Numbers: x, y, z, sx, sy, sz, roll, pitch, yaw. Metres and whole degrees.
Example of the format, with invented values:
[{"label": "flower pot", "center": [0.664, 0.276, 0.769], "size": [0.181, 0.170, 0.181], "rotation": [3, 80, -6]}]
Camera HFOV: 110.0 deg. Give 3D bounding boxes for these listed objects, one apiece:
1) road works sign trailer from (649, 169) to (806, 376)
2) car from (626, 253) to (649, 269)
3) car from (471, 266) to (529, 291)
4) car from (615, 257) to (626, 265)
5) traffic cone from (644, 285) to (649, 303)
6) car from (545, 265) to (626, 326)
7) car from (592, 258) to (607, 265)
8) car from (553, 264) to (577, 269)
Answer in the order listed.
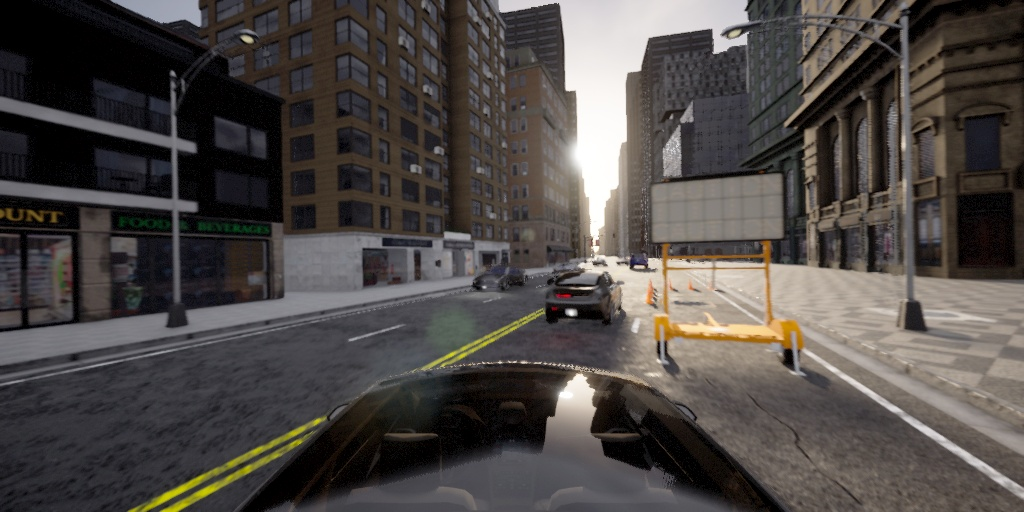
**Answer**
[{"label": "road works sign trailer", "center": [4.190, 0.128, 7.425], "size": [2.380, 3.560, 2.880], "rotation": [0, 0, 22]}, {"label": "car", "center": [16.906, 0.628, 47.754], "size": [2.150, 2.045, 5.566], "rotation": [-1, 0, 22]}, {"label": "car", "center": [-0.543, 1.310, 22.177], "size": [2.033, 1.411, 5.357], "rotation": [-1, 0, 22]}, {"label": "car", "center": [19.194, 0.908, 62.488], "size": [2.033, 1.411, 5.357], "rotation": [-1, 0, 22]}, {"label": "traffic cone", "center": [5.489, 1.593, 14.425], "size": [0.340, 0.580, 0.340], "rotation": [0, 0, 22]}, {"label": "car", "center": [2.445, 1.205, 11.616], "size": [1.837, 1.490, 4.892], "rotation": [-1, 0, 22]}, {"label": "car", "center": [14.783, 1.016, 60.276], "size": [1.994, 1.385, 4.181], "rotation": [-1, 0, 22]}, {"label": "car", "center": [3.812, 1.237, 24.300], "size": [1.994, 1.385, 4.181], "rotation": [-1, 0, 22]}]
